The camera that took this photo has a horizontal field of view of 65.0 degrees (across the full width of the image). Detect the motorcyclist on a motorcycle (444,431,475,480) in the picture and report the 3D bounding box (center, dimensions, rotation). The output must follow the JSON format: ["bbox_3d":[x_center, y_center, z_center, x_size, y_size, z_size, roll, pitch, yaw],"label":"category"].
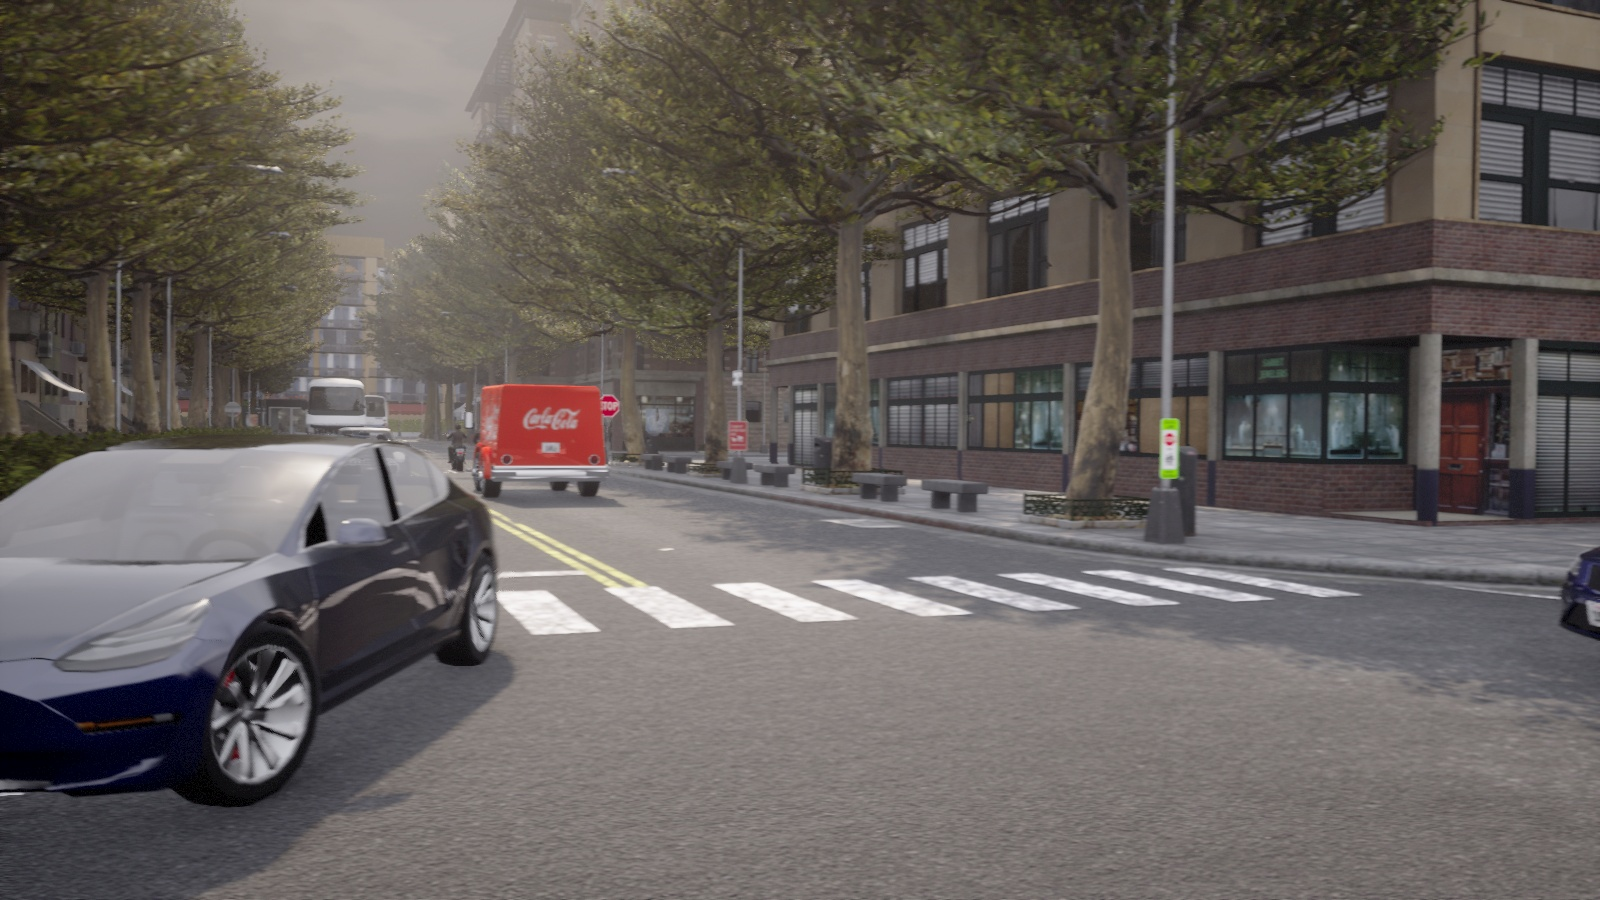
[{"bbox_3d":[-11.856,0.166,43.712,0.766,1.649,2.350,-1,1,-21],"label":"motorcyclist on a motorcycle"}]

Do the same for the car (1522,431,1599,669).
[{"bbox_3d":[7.084,0.609,7.743,4.193,1.474,1.816,-1,1,4],"label":"car"}]

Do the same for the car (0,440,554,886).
[{"bbox_3d":[-2.980,0.720,6.737,2.163,1.488,4.792,-1,1,3],"label":"car"}]

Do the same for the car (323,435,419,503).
[{"bbox_3d":[-10.239,0.389,29.822,1.970,1.475,3.806,-1,1,-21],"label":"car"}]

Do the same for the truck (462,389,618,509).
[{"bbox_3d":[-6.061,-0.087,28.706,2.627,2.467,5.204,-1,1,-21],"label":"truck"}]

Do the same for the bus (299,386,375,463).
[{"bbox_3d":[-27.737,-1.500,75.074,3.944,4.253,10.273,-1,1,-21],"label":"bus"}]
